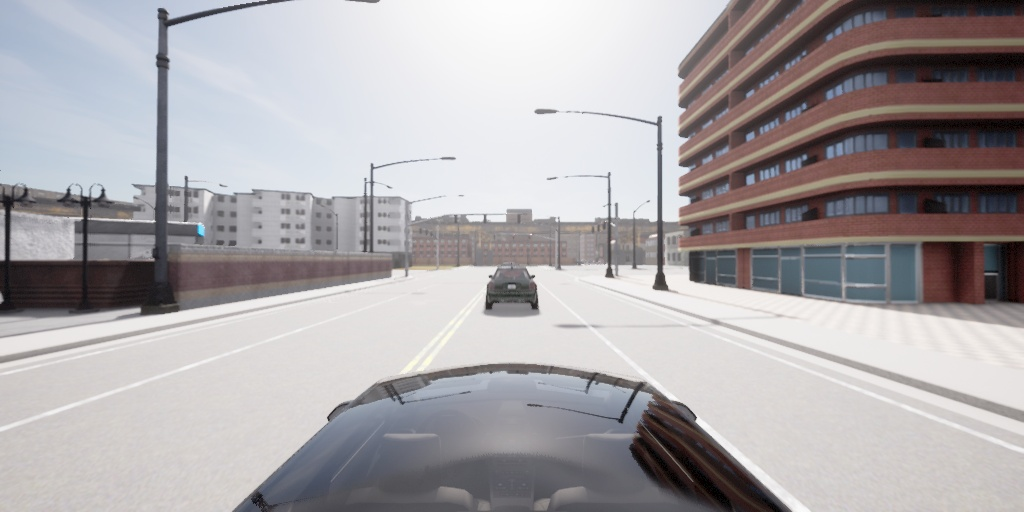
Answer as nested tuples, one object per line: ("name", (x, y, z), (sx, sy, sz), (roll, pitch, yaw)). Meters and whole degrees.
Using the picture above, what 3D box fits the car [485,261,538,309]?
("car", (-0.005, 1.234, 15.936), (2.097, 1.767, 4.553), (0, -1, 0))
